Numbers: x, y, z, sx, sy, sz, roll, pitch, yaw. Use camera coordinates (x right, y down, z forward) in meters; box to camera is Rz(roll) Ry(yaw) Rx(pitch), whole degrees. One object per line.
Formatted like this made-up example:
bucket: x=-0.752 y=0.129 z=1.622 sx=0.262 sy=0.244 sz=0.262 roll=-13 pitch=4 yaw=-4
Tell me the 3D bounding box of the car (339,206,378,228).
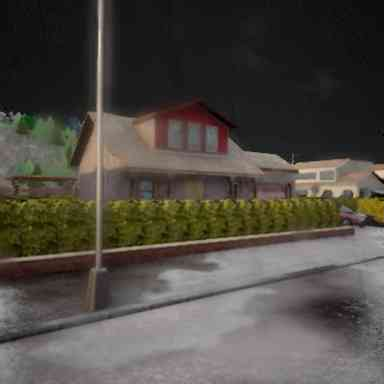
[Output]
car: x=9.179 y=1.543 z=21.948 sx=2.033 sy=1.415 sz=5.357 roll=1 pitch=0 yaw=-33
